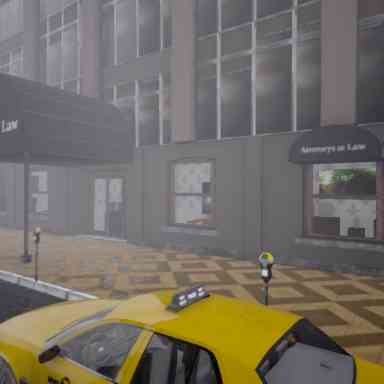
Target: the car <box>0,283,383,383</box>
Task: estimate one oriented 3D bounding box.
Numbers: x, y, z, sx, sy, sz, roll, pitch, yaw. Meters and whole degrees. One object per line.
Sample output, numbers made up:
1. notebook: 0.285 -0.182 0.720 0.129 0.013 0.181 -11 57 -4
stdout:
1. car: -0.239 1.525 3.041 4.829 1.417 1.752 0 0 36
